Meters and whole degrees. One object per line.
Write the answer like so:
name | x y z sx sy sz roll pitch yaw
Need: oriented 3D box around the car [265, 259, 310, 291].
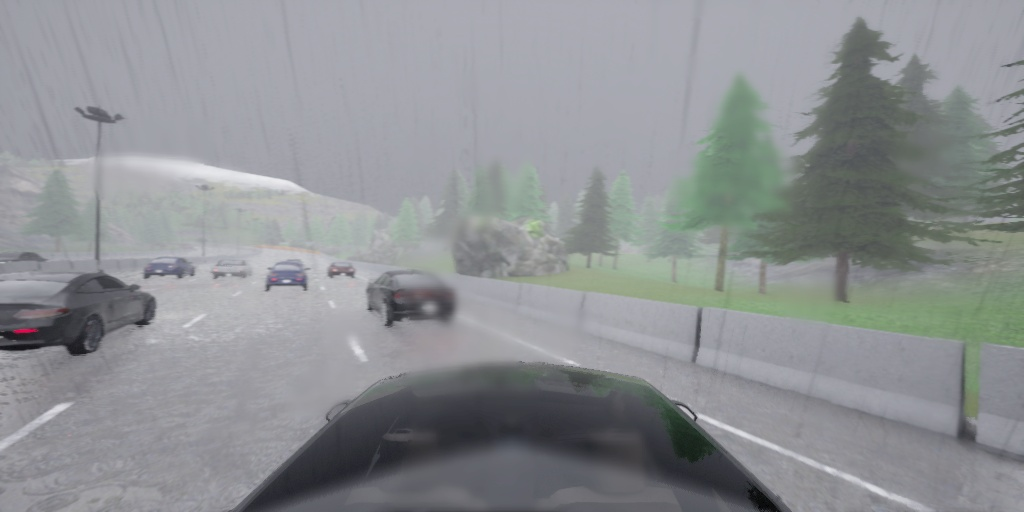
car | -11.984 1.024 19.227 1.812 1.442 4.674 2 -1 -30

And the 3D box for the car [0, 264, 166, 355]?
car | -8.941 1.001 7.111 1.812 1.442 4.674 2 -1 -30

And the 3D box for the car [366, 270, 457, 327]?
car | -3.372 1.174 11.449 1.882 1.535 5.008 2 -1 -30

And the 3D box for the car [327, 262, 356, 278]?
car | -14.704 1.176 30.784 1.895 1.301 4.718 2 -1 -30

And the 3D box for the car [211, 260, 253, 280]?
car | -19.736 0.949 25.533 1.895 1.301 4.718 2 -1 -30

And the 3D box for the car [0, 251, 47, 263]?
car | -36.548 0.368 26.226 1.837 1.490 4.892 2 -2 -30

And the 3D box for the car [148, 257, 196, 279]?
car | -22.986 0.758 24.190 1.812 1.442 4.674 2 -1 -30
